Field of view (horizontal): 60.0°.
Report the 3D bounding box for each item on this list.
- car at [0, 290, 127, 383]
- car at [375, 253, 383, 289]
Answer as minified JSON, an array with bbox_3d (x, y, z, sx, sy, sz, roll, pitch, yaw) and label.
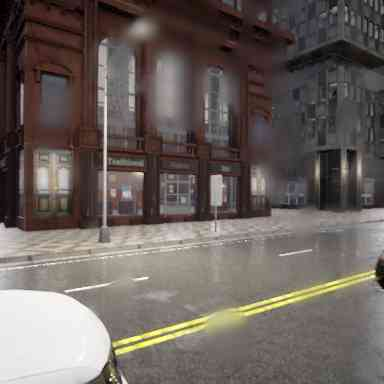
[{"bbox_3d":[-2.964,1.219,1.320,5.566,2.045,2.150,0,0,-36],"label":"car"},{"bbox_3d":[6.181,1.571,7.869,4.181,1.385,1.994,0,0,-35],"label":"car"}]
